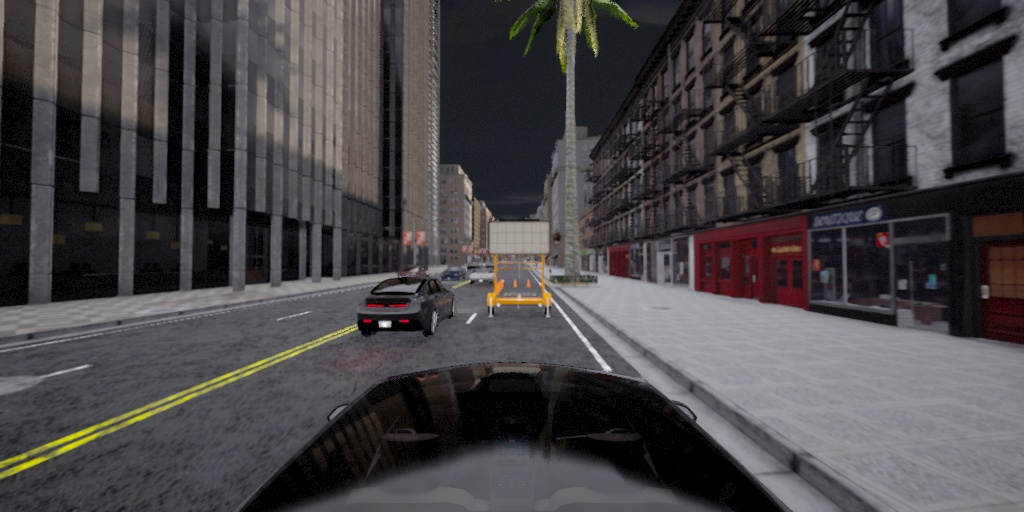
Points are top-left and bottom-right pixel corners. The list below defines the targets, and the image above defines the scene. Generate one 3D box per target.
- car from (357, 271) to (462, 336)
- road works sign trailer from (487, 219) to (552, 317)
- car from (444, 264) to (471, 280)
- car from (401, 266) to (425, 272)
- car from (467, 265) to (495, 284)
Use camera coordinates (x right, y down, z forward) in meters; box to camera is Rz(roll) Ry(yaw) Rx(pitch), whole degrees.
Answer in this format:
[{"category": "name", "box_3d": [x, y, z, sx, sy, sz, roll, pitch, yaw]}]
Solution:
[{"category": "car", "box_3d": [-2.924, 1.374, 10.823, 1.837, 1.490, 4.892, 0, -1, 1]}, {"category": "road works sign trailer", "box_3d": [0.294, 0.364, 13.934, 2.380, 3.560, 2.880, 0, 0, 1]}, {"category": "car", "box_3d": [-5.749, 1.726, 35.651, 2.033, 1.411, 5.357, 0, -1, 1]}, {"category": "car", "box_3d": [-9.069, 1.680, 32.938, 1.812, 1.442, 4.674, 0, -1, 2]}, {"category": "car", "box_3d": [-2.419, 1.715, 30.980, 1.895, 1.301, 4.718, 0, -1, 1]}]
